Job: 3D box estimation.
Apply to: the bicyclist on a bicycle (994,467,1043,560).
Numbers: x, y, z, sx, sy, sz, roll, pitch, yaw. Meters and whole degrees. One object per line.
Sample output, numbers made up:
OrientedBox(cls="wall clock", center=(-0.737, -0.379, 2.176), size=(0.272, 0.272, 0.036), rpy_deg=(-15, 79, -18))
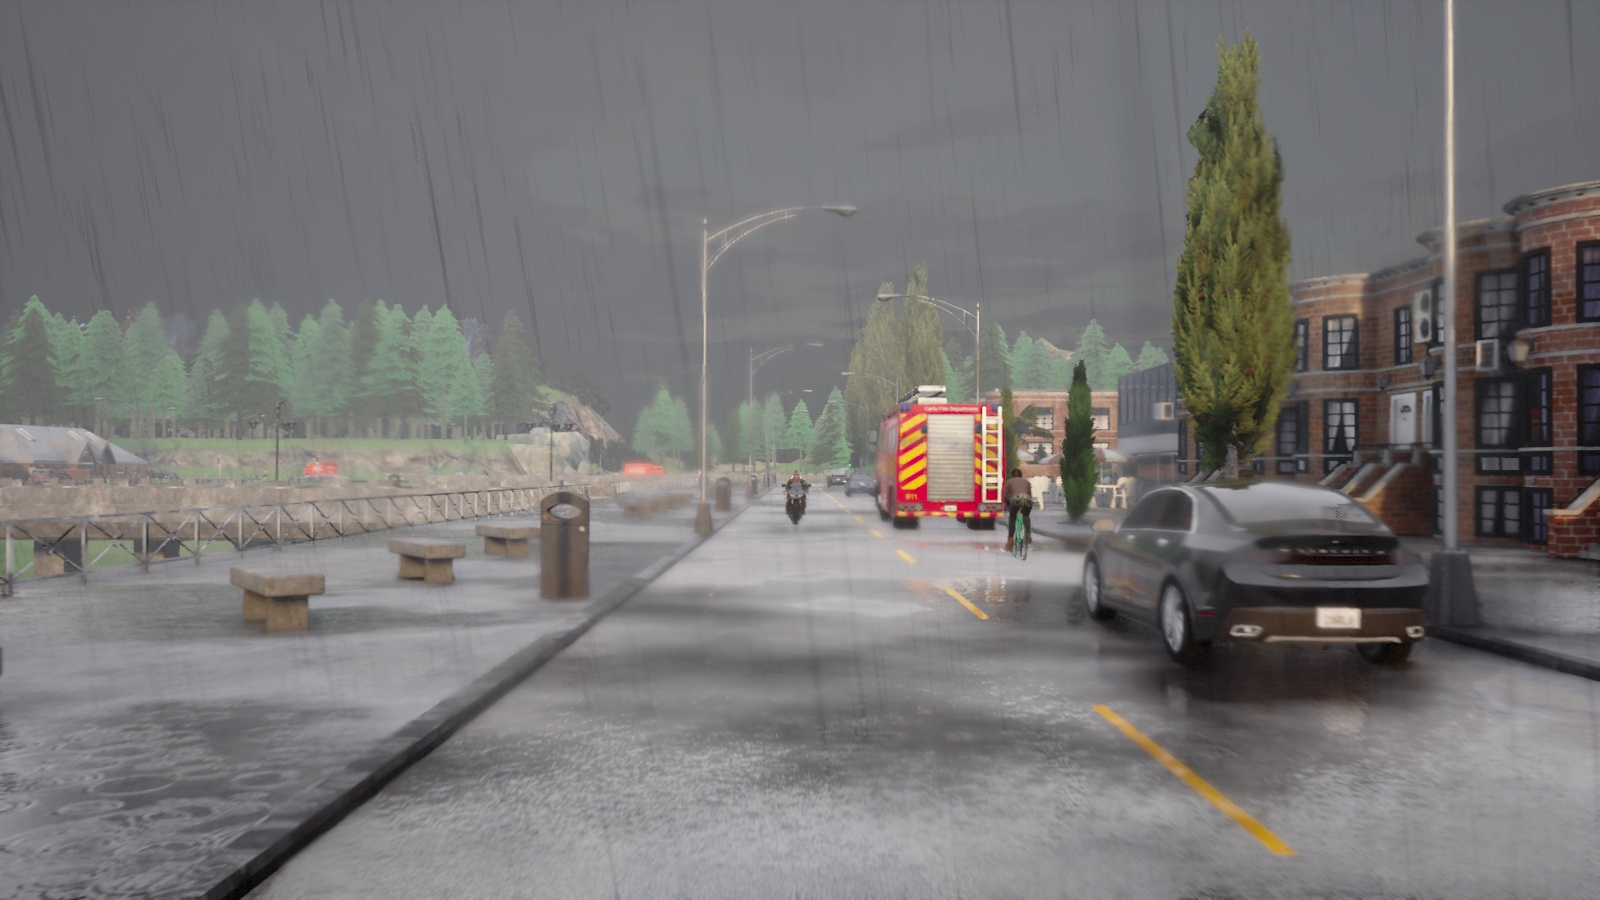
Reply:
OrientedBox(cls="bicyclist on a bicycle", center=(3.940, 1.133, 22.747), size=(0.582, 1.620, 1.656), rpy_deg=(0, -1, 0))

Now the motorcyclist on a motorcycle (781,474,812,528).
OrientedBox(cls="motorcyclist on a motorcycle", center=(-0.095, 1.468, 36.890), size=(0.866, 1.530, 2.191), rpy_deg=(0, -1, 0))

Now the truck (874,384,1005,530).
OrientedBox(cls="truck", center=(3.899, 0.255, 37.088), size=(2.891, 3.827, 8.468), rpy_deg=(0, -1, 0))

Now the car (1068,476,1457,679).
OrientedBox(cls="car", center=(3.968, 1.002, 11.818), size=(1.837, 1.490, 4.892), rpy_deg=(0, -1, 0))

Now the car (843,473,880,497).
OrientedBox(cls="car", center=(3.798, 2.153, 78.004), size=(2.033, 1.411, 5.357), rpy_deg=(0, -1, 0))
